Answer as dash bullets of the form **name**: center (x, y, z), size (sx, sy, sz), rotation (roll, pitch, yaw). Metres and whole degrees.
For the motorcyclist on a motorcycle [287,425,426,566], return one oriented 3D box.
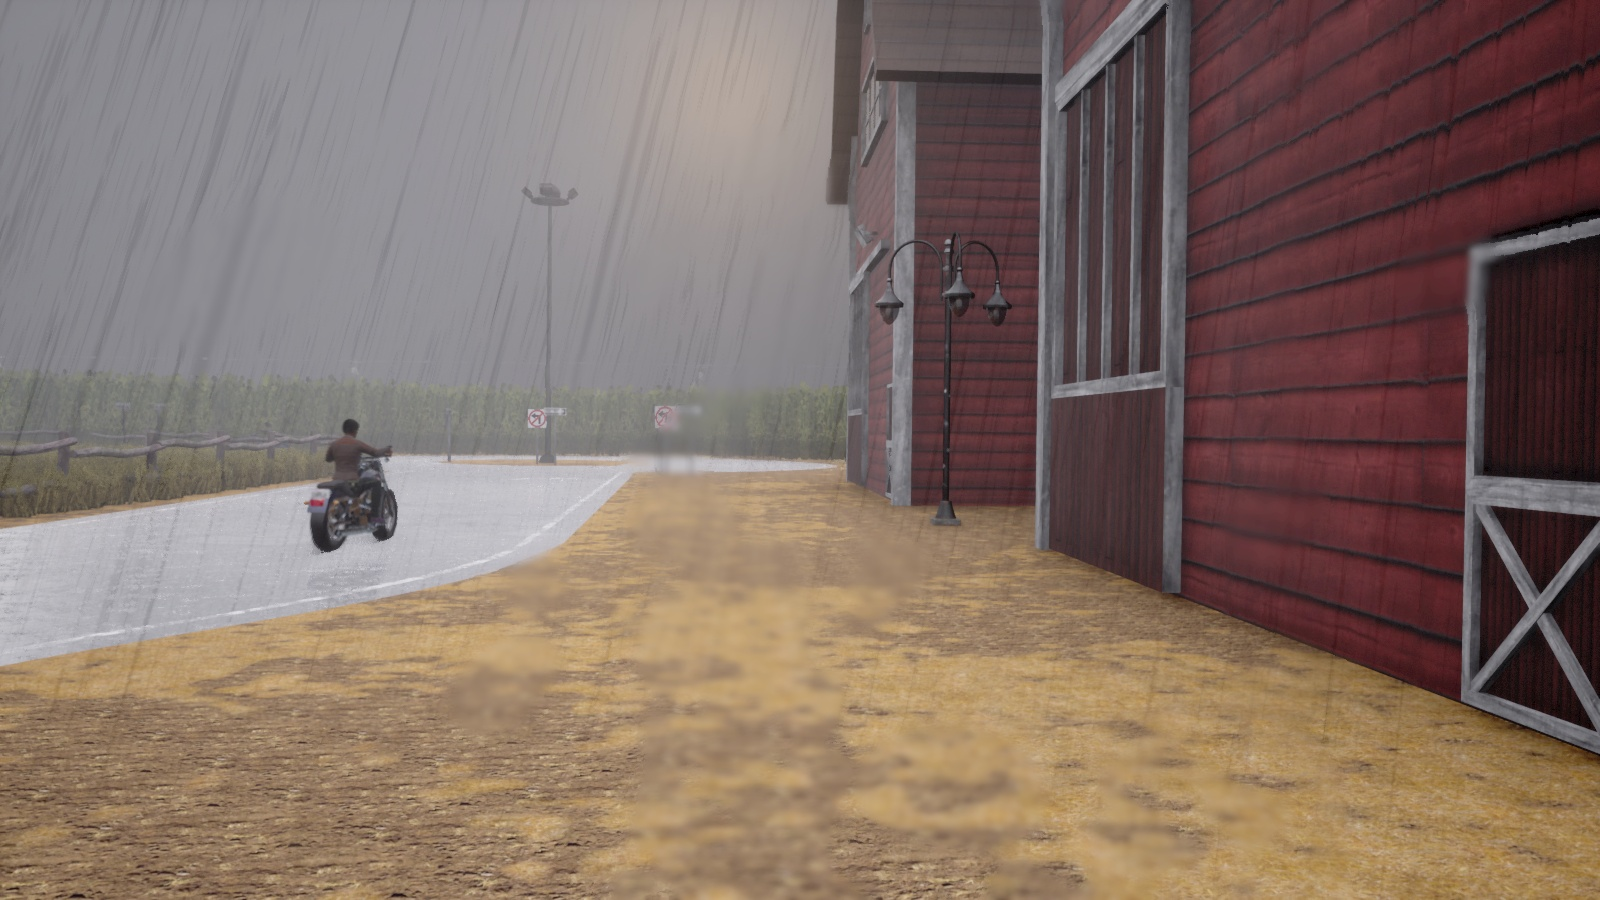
- **motorcyclist on a motorcycle**: center (-5.564, 0.519, 15.943), size (0.766, 1.649, 2.350), rotation (-1, 1, 4)
